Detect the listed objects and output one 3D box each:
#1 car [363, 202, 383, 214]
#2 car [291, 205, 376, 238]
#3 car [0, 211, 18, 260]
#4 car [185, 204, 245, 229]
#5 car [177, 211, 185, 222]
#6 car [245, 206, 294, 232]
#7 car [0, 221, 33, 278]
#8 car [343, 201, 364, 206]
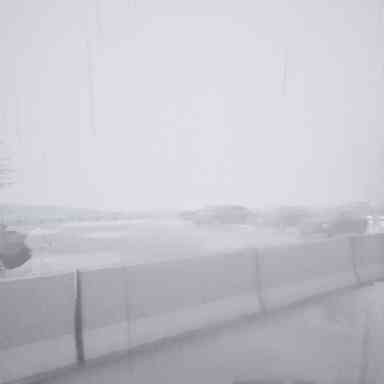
[{"bbox_3d":[21.403,1.841,36.340,5.357,1.411,2.033,1,0,-36],"label":"car"},{"bbox_3d":[7.803,1.651,18.154,4.674,1.442,1.812,0,0,-35],"label":"car"},{"bbox_3d":[-8.555,1.484,10.786,4.902,1.511,2.128,1,0,-36],"label":"car"},{"bbox_3d":[2.245,1.617,22.789,4.892,1.490,1.837,1,-1,-35],"label":"car"},{"bbox_3d":[1.180,1.720,26.328,4.718,1.301,1.895,1,0,-35],"label":"car"},{"bbox_3d":[6.065,1.620,21.213,4.902,1.511,2.128,1,0,-35],"label":"car"},{"bbox_3d":[-6.505,1.485,7.949,4.902,1.511,2.128,1,0,-35],"label":"car"},{"bbox_3d":[19.154,1.801,39.039,4.892,1.490,1.837,1,-1,-35],"label":"car"}]
